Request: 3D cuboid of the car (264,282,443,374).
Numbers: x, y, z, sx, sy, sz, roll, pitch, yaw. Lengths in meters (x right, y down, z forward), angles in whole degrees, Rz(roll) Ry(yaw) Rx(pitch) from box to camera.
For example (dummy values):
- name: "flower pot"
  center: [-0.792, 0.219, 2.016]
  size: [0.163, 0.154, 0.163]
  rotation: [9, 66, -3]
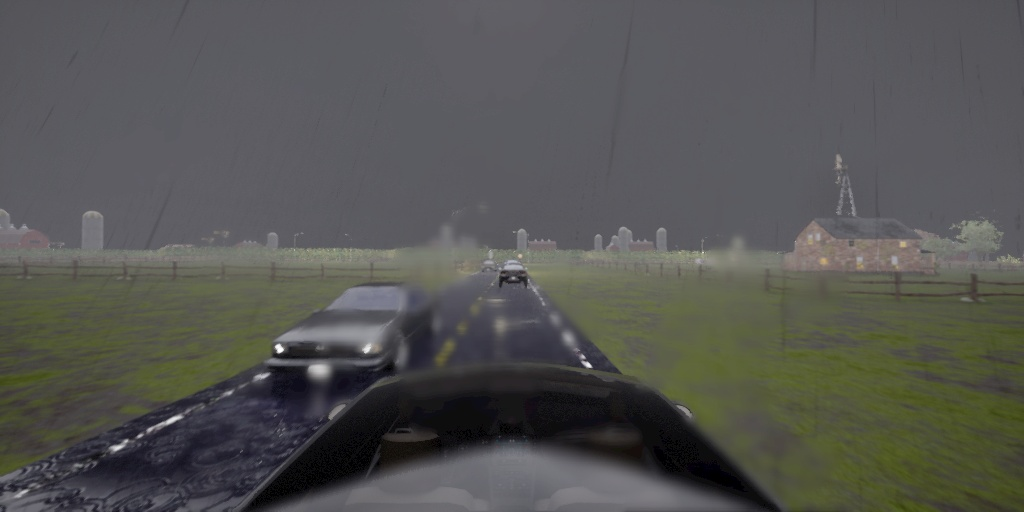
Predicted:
- name: "car"
  center: [-2.841, 1.299, 7.960]
  size: [2.033, 1.411, 5.357]
  rotation: [0, 0, 0]

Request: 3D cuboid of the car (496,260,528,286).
- name: "car"
  center: [0.087, 1.229, 25.019]
  size: [1.882, 1.535, 5.008]
  rotation: [0, 0, 0]

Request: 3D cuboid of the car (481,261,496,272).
- name: "car"
  center: [-2.861, 1.291, 45.410]
  size: [2.033, 1.411, 5.357]
  rotation: [0, 0, 0]
